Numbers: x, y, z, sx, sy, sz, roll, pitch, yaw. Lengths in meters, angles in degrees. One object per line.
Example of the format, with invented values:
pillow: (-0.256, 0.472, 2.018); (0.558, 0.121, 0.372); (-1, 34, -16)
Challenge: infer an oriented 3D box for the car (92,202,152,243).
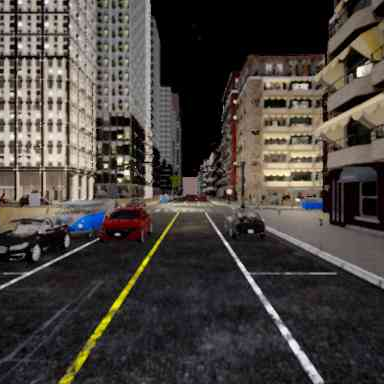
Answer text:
car: (-3.099, 1.489, 16.342); (1.882, 1.535, 5.008); (0, 0, 0)

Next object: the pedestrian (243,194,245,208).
pedestrian: (6.134, 1.176, 39.706); (0.375, 1.860, 0.375); (0, 0, 0)

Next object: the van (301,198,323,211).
van: (16.928, 1.743, 45.105); (3.998, 1.788, 1.690); (1, -1, 0)

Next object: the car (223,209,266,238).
car: (2.689, 1.563, 17.425); (2.008, 1.369, 4.403); (0, 0, 0)

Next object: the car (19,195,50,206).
car: (-21.133, 1.108, 45.153); (4.097, 1.590, 1.967); (1, -1, 0)

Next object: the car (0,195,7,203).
car: (-32.365, 1.029, 53.505); (4.206, 1.307, 1.802); (1, -1, 0)

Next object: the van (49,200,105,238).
van: (-5.691, 1.354, 17.426); (1.690, 1.788, 3.998); (0, 0, 0)

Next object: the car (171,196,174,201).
car: (-5.694, 1.627, 88.879); (1.752, 1.417, 4.829); (0, 0, 0)

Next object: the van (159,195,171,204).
van: (-5.693, 1.408, 66.846); (1.690, 1.788, 3.998); (0, 0, 0)

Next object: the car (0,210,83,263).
car: (-5.691, 1.559, 11.777); (2.008, 1.369, 4.403); (0, 0, 0)

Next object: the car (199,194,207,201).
car: (2.686, 1.408, 83.500); (2.192, 1.841, 5.009); (0, 0, 0)

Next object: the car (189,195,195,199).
car: (-0.002, 1.396, 90.516); (1.882, 1.535, 5.008); (0, 0, 0)

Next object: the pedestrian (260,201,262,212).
pedestrian: (8.134, 1.646, 39.107); (0.375, 1.300, 0.375); (0, 0, 0)

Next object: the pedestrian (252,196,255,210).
pedestrian: (7.134, 1.340, 38.507); (0.375, 1.860, 0.375); (0, 0, 0)

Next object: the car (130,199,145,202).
car: (-5.692, 1.469, 34.371); (1.967, 1.590, 4.097); (0, 0, 0)

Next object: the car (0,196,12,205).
car: (-26.710, 1.142, 45.138); (4.206, 1.307, 1.802); (1, -1, 0)
